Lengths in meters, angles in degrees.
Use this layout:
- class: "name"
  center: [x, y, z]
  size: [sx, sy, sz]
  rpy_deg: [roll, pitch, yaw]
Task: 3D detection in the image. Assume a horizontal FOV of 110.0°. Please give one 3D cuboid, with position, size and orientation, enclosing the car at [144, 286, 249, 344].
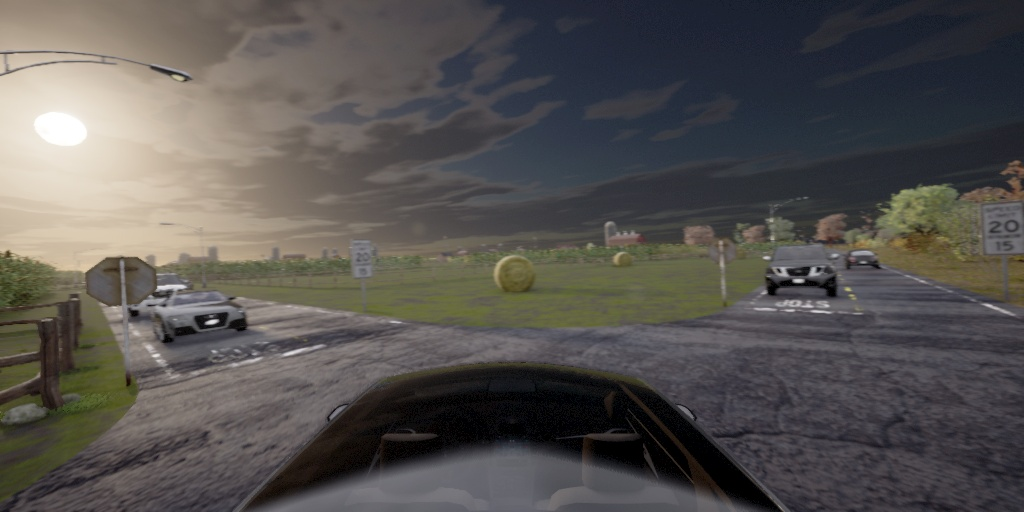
- class: "car"
  center: [-10.362, 1.839, 11.829]
  size: [4.181, 1.385, 1.994]
  rpy_deg: [-3, 0, 40]

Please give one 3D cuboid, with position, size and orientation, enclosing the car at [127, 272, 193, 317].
- class: "car"
  center: [-18.798, 1.913, 18.938]
  size: [5.566, 2.045, 2.150]
  rpy_deg: [-3, 0, 40]

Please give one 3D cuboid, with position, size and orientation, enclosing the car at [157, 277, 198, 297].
- class: "car"
  center: [-30.487, 2.745, 32.605]
  size: [4.902, 1.511, 2.128]
  rpy_deg: [-3, 0, 41]

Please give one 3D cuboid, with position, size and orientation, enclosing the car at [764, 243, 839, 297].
- class: "car"
  center: [12.419, 0.500, 15.422]
  size: [2.150, 2.045, 5.566]
  rpy_deg: [-3, -1, 41]

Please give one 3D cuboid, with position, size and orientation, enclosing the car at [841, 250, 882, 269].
- class: "car"
  center: [26.867, 0.224, 27.672]
  size: [1.812, 1.442, 4.674]
  rpy_deg: [-3, -1, 41]
